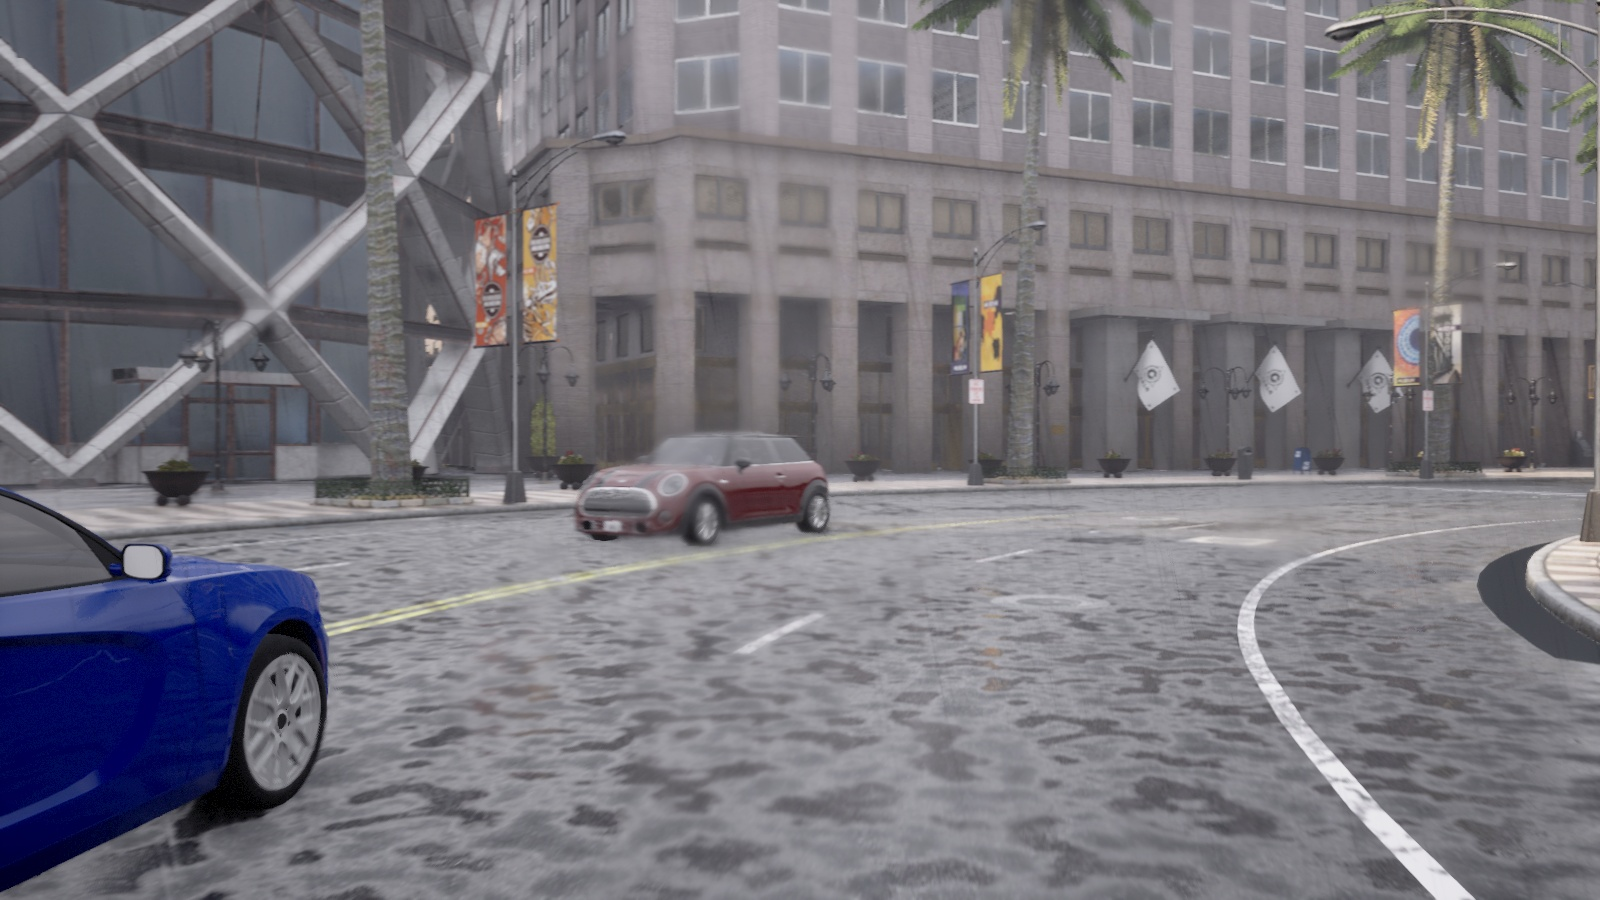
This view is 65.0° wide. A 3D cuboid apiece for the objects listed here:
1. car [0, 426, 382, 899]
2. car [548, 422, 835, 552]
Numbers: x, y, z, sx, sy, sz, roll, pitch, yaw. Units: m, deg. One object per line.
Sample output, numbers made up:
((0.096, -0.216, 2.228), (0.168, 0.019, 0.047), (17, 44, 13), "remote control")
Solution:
((-3.179, 0.697, 3.618), (1.882, 1.535, 5.008), (0, 0, 5), "car")
((-1.535, 0.491, 19.553), (2.097, 1.767, 4.553), (0, 0, 33), "car")
